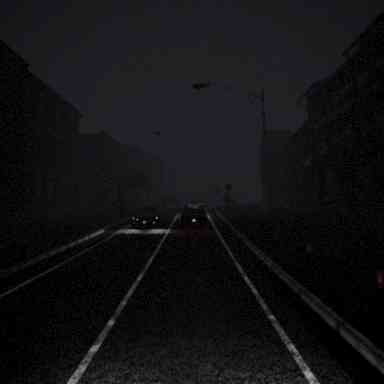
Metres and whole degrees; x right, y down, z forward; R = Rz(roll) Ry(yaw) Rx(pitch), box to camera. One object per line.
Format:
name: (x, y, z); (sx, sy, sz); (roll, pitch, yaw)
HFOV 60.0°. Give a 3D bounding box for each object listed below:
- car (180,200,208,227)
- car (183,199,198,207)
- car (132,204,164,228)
car: (0.136, 1.608, 24.183); (2.128, 1.511, 4.902); (0, 1, 0)
car: (-0.214, 2.078, 64.269); (2.033, 1.411, 5.357); (-1, -1, 10)
car: (-3.048, 1.645, 23.744); (1.837, 1.490, 4.892); (0, 1, 0)
